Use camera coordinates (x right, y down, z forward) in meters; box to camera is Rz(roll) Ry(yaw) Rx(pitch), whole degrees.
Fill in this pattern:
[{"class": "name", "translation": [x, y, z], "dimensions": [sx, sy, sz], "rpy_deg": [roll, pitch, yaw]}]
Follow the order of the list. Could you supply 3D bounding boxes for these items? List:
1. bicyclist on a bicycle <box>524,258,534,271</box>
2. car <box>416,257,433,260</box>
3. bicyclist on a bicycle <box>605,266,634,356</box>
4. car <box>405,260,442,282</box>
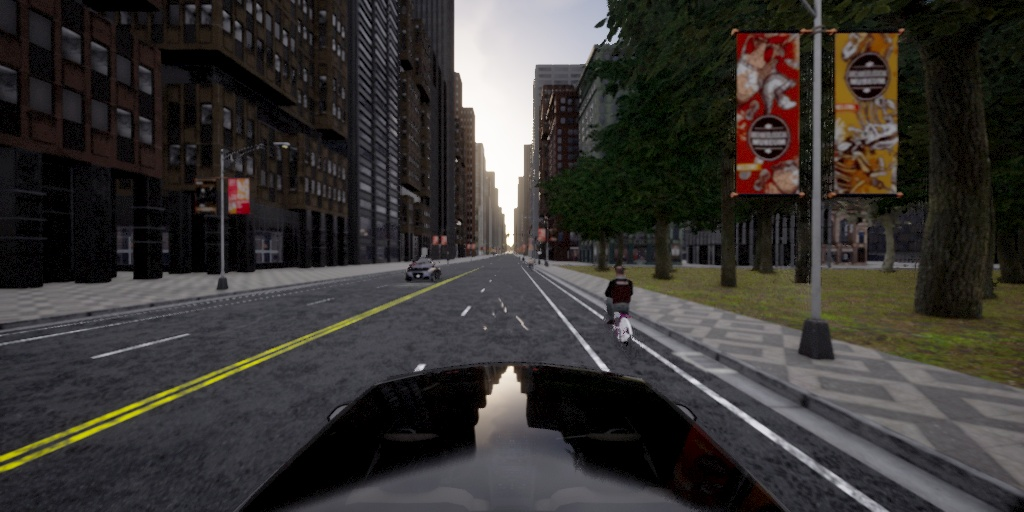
[{"class": "bicyclist on a bicycle", "translation": [2.218, 1.030, 42.219], "dimensions": [0.866, 1.612, 1.509], "rpy_deg": [0, 0, 0]}, {"class": "car", "translation": [-9.854, 0.952, 39.791], "dimensions": [2.097, 1.767, 4.553], "rpy_deg": [0, 0, 0]}, {"class": "bicyclist on a bicycle", "translation": [2.249, 1.095, 7.685], "dimensions": [0.659, 1.776, 1.843], "rpy_deg": [0, 0, 0]}, {"class": "car", "translation": [-6.607, 1.206, 27.195], "dimensions": [1.994, 1.385, 4.181], "rpy_deg": [0, 0, 0]}]
